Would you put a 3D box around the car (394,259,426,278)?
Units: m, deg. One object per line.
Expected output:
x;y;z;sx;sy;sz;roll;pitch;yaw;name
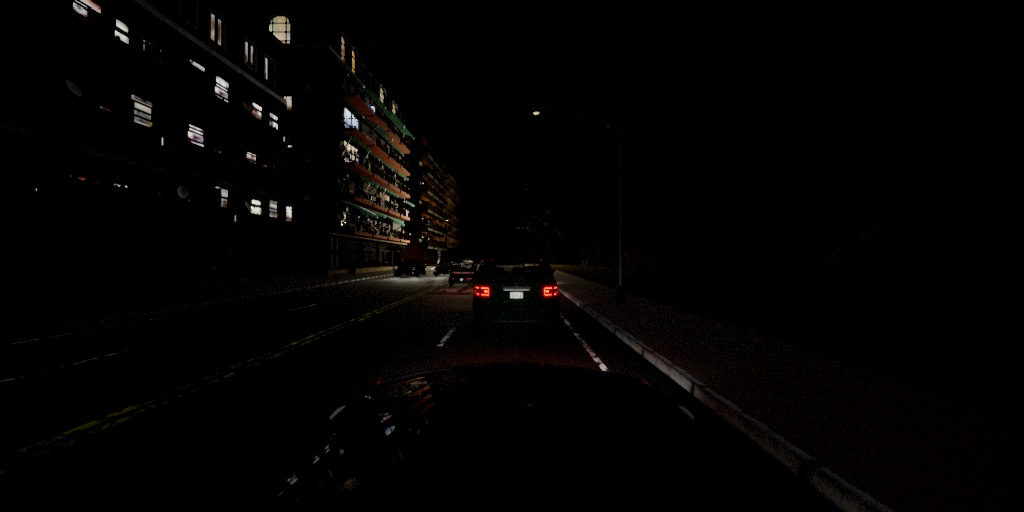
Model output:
-9.761;1.103;34.539;2.097;1.767;4.553;0;0;0;car

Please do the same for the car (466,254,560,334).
0.119;0.973;10.714;2.150;2.045;5.566;0;0;0;car

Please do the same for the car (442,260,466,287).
-3.087;1.244;24.508;2.128;1.511;4.902;0;0;0;car

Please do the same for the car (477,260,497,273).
-3.034;1.239;44.845;2.128;1.511;4.902;0;0;0;car

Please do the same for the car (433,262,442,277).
-6.503;1.299;35.936;2.033;1.411;5.357;0;0;0;car
